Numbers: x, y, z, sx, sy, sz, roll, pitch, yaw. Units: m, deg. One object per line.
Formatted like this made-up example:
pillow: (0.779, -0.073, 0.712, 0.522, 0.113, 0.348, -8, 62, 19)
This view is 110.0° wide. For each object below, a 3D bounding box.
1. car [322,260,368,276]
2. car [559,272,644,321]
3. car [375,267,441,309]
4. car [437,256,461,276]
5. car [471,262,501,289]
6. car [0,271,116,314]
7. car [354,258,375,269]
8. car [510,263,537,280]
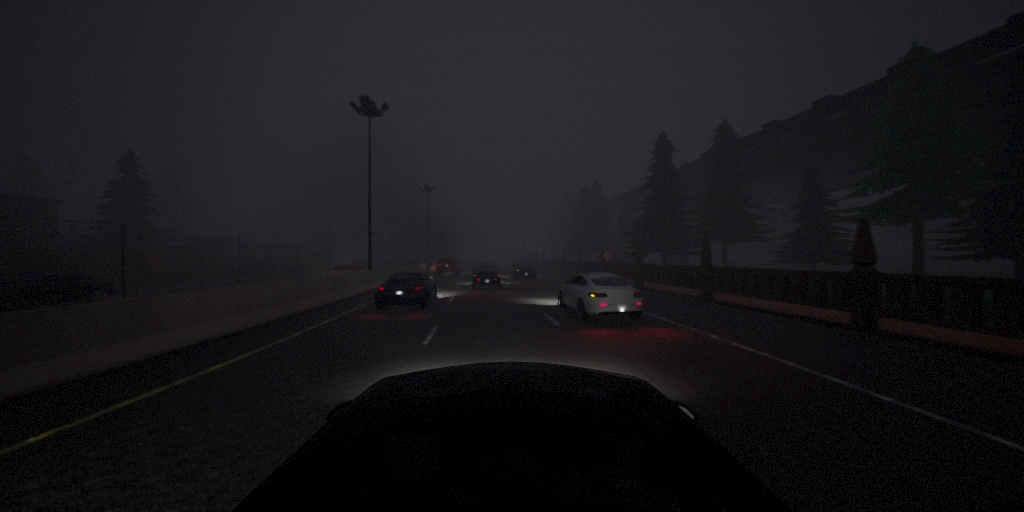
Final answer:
car: (-12.871, 1.324, 27.713, 1.882, 1.535, 5.008, 0, 0, -6)
car: (2.911, 1.280, 12.450, 1.812, 1.442, 4.674, 0, 0, -5)
car: (-4.396, 1.354, 15.359, 1.994, 1.385, 4.181, 0, 0, -5)
car: (-6.732, 1.056, 38.211, 2.150, 2.045, 5.566, 0, 0, -6)
car: (-1.715, 1.317, 23.765, 1.812, 1.442, 4.674, 0, 0, -6)
car: (-18.474, 1.341, 13.928, 2.128, 1.511, 4.902, 0, 0, -6)
car: (-17.985, 1.386, 43.178, 2.128, 1.511, 4.902, 0, 0, -6)
car: (0.949, 1.318, 32.054, 1.812, 1.442, 4.674, 0, 0, -6)
